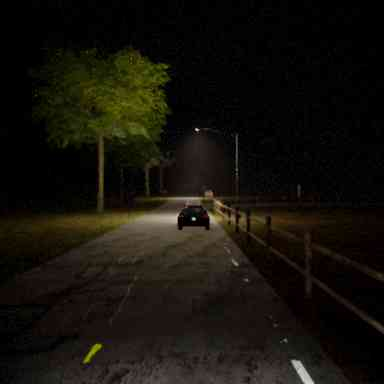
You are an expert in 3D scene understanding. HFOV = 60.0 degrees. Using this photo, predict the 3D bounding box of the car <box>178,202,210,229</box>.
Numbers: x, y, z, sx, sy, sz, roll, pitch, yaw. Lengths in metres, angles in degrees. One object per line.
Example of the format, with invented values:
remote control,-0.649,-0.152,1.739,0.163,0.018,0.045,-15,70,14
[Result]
car,0.102,1.561,21.593,1.994,1.385,4.181,0,0,0

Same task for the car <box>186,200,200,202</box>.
car,0.104,1.541,34.967,1.895,1.301,4.718,0,0,0
